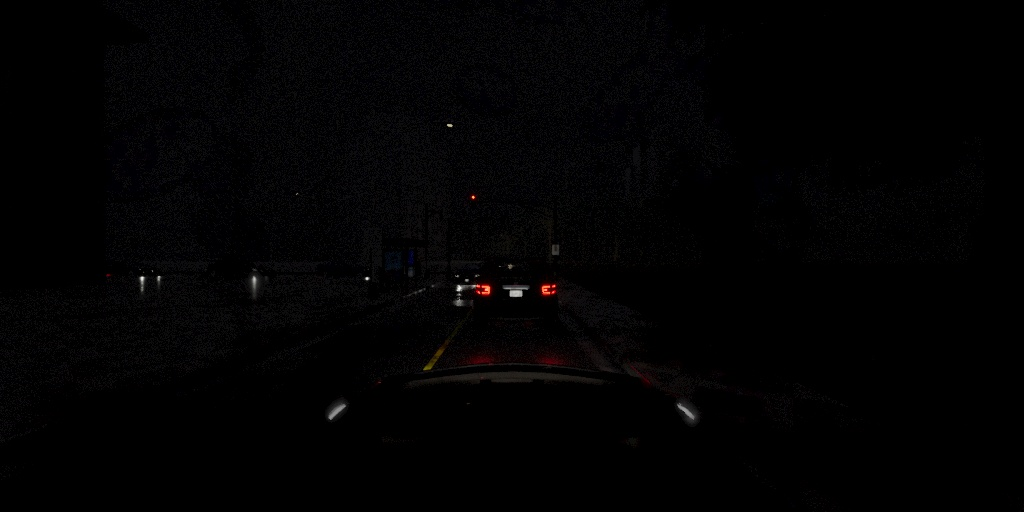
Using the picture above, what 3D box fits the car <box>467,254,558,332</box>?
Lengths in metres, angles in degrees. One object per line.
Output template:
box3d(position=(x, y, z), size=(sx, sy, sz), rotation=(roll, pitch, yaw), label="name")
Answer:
box3d(position=(0.099, 0.968, 11.039), size=(2.150, 2.045, 5.566), rotation=(0, 0, 0), label="car")

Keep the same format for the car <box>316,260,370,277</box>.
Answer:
box3d(position=(-15.157, 1.176, 32.728), size=(5.008, 1.535, 1.882), rotation=(0, 0, 0), label="car")

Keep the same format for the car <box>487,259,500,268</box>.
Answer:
box3d(position=(-3.067, 1.247, 59.306), size=(1.994, 1.385, 4.181), rotation=(0, 0, 0), label="car")

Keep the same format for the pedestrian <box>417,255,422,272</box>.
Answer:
box3d(position=(-10.071, 0.800, 38.828), size=(0.375, 1.860, 0.375), rotation=(0, 0, 1), label="pedestrian")

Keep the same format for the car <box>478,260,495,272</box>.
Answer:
box3d(position=(-3.084, 1.233, 44.921), size=(1.812, 1.442, 4.674), rotation=(0, 0, 0), label="car")

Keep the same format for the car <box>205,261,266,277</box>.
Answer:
box3d(position=(-25.343, 1.175, 32.986), size=(4.892, 1.490, 1.837), rotation=(0, 1, 1), label="car")

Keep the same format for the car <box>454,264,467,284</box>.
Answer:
box3d(position=(-3.091, 1.280, 27.206), size=(2.033, 1.411, 5.357), rotation=(0, 0, 0), label="car")

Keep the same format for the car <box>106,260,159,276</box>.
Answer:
box3d(position=(-35.716, 1.146, 33.263), size=(4.892, 1.490, 1.837), rotation=(0, 1, 2), label="car")
